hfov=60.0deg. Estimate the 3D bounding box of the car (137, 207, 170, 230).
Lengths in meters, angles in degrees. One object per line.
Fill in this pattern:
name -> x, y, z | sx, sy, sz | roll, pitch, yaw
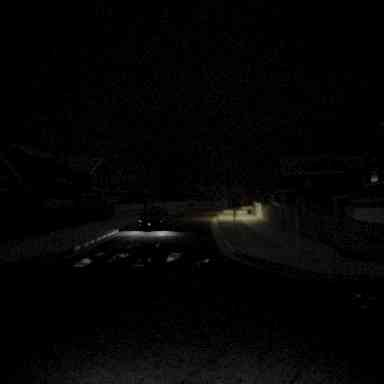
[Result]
car -> -2.682, 1.887, 24.131 | 1.837, 1.490, 4.892 | -1, 0, 3
